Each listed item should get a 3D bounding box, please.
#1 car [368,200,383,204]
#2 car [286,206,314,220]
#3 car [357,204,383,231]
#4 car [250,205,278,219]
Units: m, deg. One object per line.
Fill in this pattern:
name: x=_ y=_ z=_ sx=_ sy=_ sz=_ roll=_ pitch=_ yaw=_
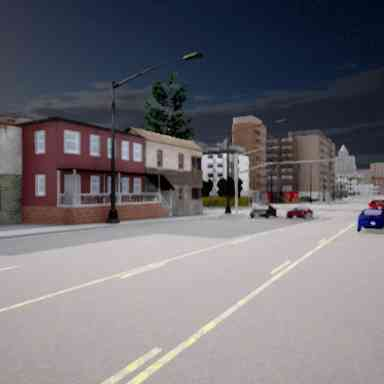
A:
car: x=20.595 y=1.847 z=36.442 sx=2.150 sy=2.045 sz=5.566 roll=0 pitch=-1 yaw=31
car: x=11.281 y=2.179 z=34.686 sx=1.895 sy=1.301 sz=4.718 roll=0 pitch=-1 yaw=31
car: x=12.602 y=1.861 z=22.943 sx=1.882 sy=1.535 sz=5.008 roll=0 pitch=-1 yaw=31
car: x=7.764 y=2.098 z=35.636 sx=1.812 sy=1.442 sz=4.674 roll=0 pitch=-1 yaw=31
